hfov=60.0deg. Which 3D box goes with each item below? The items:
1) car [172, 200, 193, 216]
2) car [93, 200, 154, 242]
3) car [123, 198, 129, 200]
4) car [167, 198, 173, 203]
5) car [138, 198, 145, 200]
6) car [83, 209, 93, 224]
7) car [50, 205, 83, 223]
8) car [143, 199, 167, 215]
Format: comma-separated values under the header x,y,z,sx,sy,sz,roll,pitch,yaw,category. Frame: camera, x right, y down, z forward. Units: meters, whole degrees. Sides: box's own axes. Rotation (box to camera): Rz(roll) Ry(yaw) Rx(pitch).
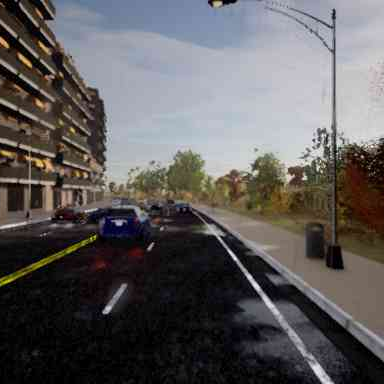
x,y,z,sx,sy,sz,roll,pitch,yaw,category
-0.885,1.838,35.946,2.033,1.411,5.357,0,0,-3,car
-3.406,1.504,17.417,2.097,1.767,4.553,0,-1,-1,car
-13.774,2.088,69.460,1.812,1.442,4.674,0,0,-7,car
-5.448,2.178,80.610,1.994,1.385,4.181,0,0,-8,car
-10.333,1.975,68.074,1.882,1.535,5.008,0,0,-7,car
-7.187,1.843,27.398,1.895,1.301,4.718,0,0,-2,car
-10.487,1.824,28.448,1.994,1.385,4.181,0,0,-2,car
-4.293,1.811,38.443,2.128,1.511,4.902,0,0,-3,car
